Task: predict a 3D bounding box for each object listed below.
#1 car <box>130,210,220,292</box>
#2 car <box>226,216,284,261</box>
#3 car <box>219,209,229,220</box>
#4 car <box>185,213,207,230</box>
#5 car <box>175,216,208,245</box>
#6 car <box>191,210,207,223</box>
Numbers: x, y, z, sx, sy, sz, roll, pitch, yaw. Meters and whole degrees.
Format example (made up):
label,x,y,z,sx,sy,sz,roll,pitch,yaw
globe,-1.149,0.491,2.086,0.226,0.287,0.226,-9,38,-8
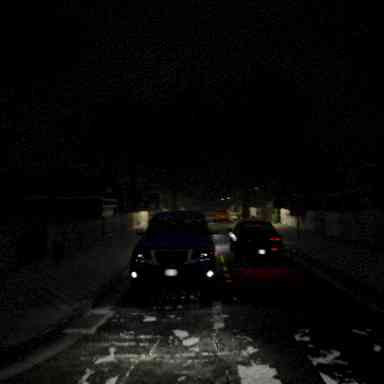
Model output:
label,x,y,z,sx,sy,sz,roll,pitch,yaw
car,-0.381,1.629,10.509,2.150,2.045,5.566,-1,-2,2
car,2.651,1.990,14.436,1.837,1.490,4.892,-1,-2,3
car,3.813,3.011,43.359,1.882,1.535,5.008,-1,-2,3
car,0.445,2.756,31.281,1.895,1.301,4.718,-1,-2,2
car,0.040,2.310,21.020,1.812,1.442,4.674,-1,-2,2
car,0.998,3.158,43.808,2.033,1.411,5.357,-1,-2,2
